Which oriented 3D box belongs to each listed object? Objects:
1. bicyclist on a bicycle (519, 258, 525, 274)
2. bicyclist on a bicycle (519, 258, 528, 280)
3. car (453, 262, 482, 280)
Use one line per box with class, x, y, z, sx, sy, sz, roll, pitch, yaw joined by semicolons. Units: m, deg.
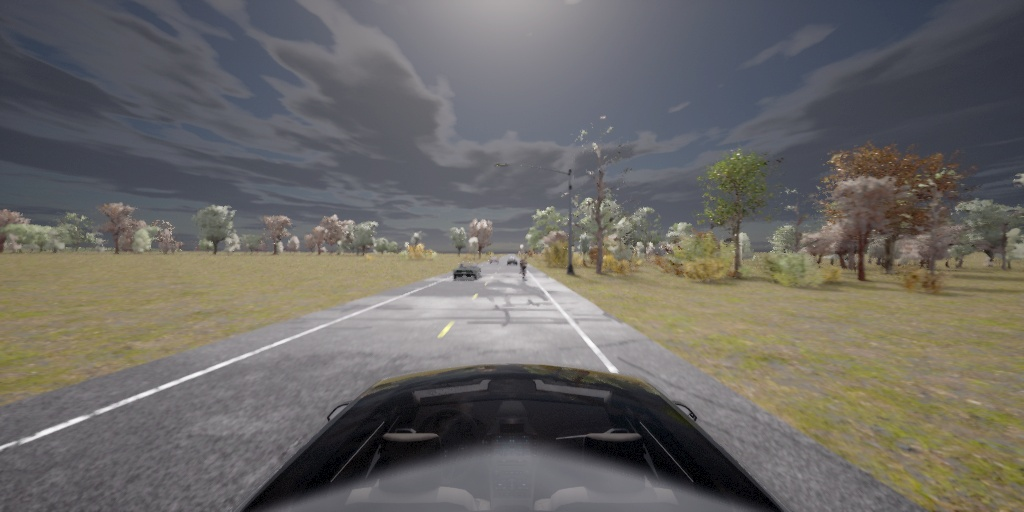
bicyclist on a bicycle;0.984;0.997;37.230;0.582;1.620;1.656;0;0;0
bicyclist on a bicycle;0.979;1.049;28.258;0.582;1.620;1.656;0;0;0
car;-3.566;1.192;29.059;1.895;1.301;4.718;0;0;0
